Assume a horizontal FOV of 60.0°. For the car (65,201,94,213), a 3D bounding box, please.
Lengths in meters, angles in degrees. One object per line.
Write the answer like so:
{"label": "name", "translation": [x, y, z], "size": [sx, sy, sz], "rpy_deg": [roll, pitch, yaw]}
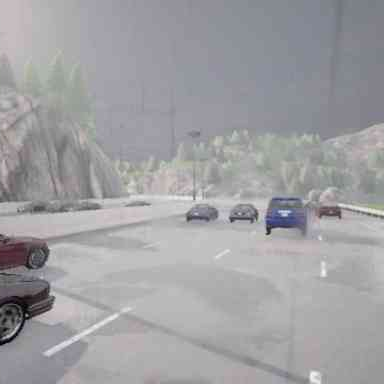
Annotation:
{"label": "car", "translation": [-11.671, 1.705, 35.632], "size": [2.128, 1.511, 4.902], "rpy_deg": [0, 0, 15]}

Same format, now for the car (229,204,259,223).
{"label": "car", "translation": [4.244, 1.683, 26.856], "size": [2.033, 1.411, 5.357], "rpy_deg": [0, 0, 17]}

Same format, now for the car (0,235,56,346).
{"label": "car", "translation": [-4.230, 1.576, 3.808], "size": [2.033, 1.411, 5.357], "rpy_deg": [0, 0, 24]}

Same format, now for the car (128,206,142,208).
{"label": "car", "translation": [-6.752, 1.778, 40.629], "size": [2.033, 1.411, 5.357], "rpy_deg": [0, 0, 13]}

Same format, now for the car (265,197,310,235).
{"label": "car", "translation": [5.613, 1.312, 19.618], "size": [2.150, 2.045, 5.566], "rpy_deg": [0, -1, 18]}

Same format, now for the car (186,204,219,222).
{"label": "car", "translation": [0.944, 1.712, 28.143], "size": [1.994, 1.385, 4.181], "rpy_deg": [0, 0, 17]}

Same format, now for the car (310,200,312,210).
{"label": "car", "translation": [14.971, 1.736, 40.914], "size": [2.033, 1.411, 5.357], "rpy_deg": [0, 0, 12]}

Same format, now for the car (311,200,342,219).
{"label": "car", "translation": [12.611, 1.618, 30.990], "size": [1.882, 1.535, 5.008], "rpy_deg": [0, 0, 15]}

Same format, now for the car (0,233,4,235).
{"label": "car", "translation": [-5.998, 1.585, 8.736], "size": [1.812, 1.442, 4.674], "rpy_deg": [0, 0, 23]}

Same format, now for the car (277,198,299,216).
{"label": "car", "translation": [10.127, 1.521, 35.453], "size": [2.097, 1.767, 4.553], "rpy_deg": [0, 0, 14]}
